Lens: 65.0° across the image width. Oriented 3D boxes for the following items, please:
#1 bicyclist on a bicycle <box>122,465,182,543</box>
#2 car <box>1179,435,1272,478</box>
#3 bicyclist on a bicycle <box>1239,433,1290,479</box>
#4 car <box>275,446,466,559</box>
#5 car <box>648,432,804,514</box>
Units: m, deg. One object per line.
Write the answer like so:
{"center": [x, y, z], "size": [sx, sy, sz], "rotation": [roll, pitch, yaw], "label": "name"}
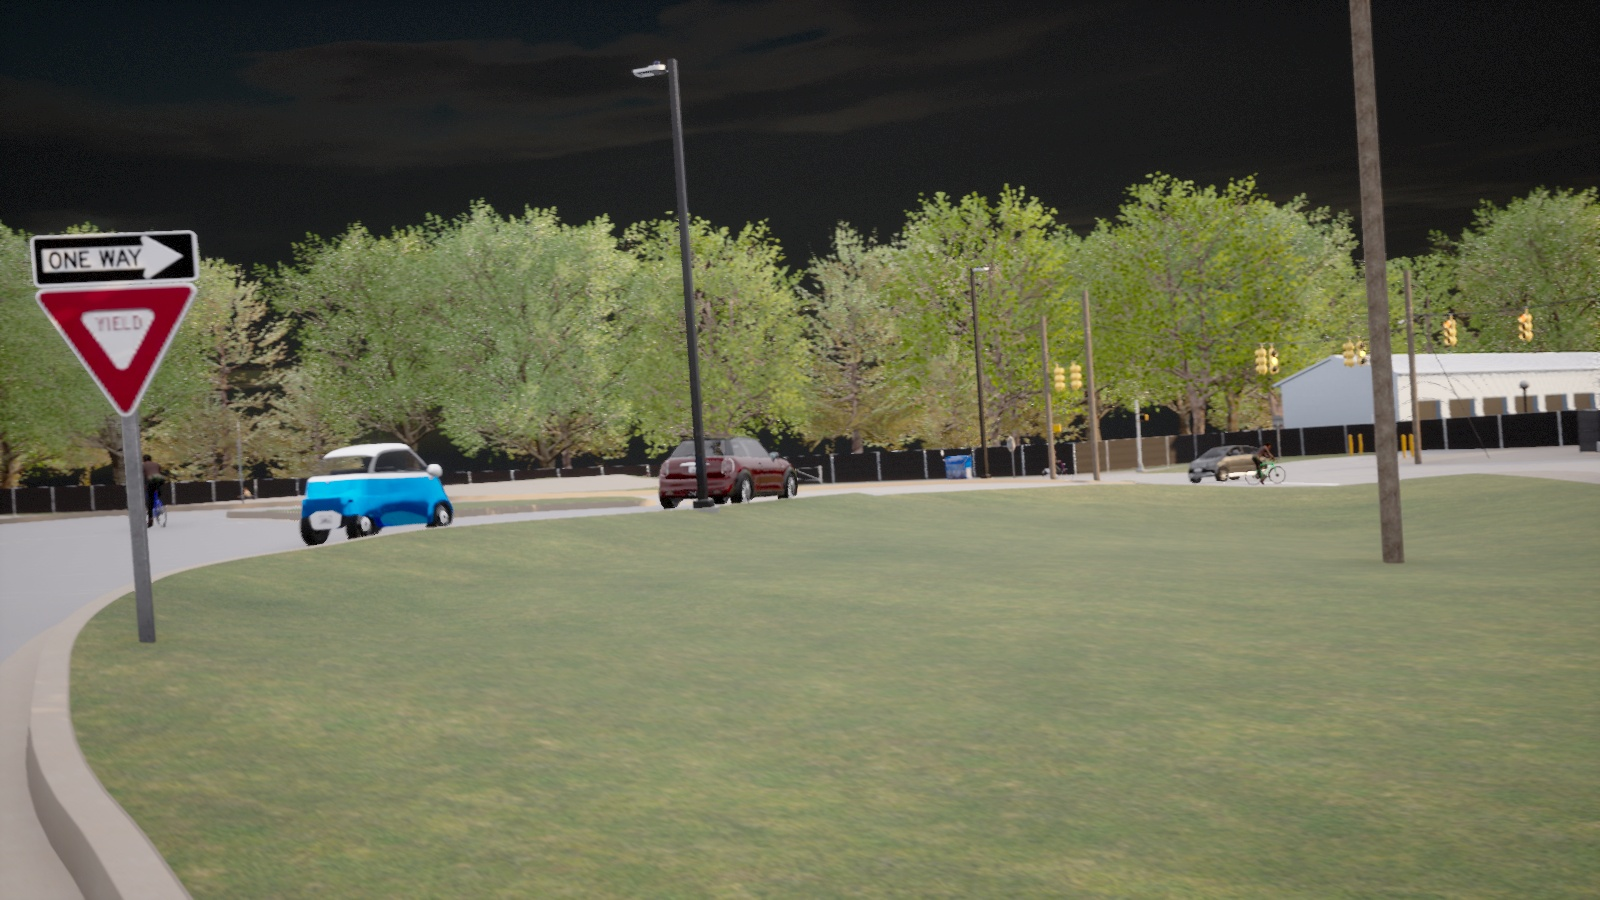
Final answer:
{"center": [-14.248, 1.184, 27.586], "size": [0.582, 1.620, 1.656], "rotation": [-7, 2, -44], "label": "bicyclist on a bicycle"}
{"center": [18.644, 0.283, 54.995], "size": [3.705, 1.549, 1.789], "rotation": [-4, -3, -32], "label": "car"}
{"center": [17.716, 0.221, 47.931], "size": [1.656, 1.620, 0.582], "rotation": [-4, 1, -8], "label": "bicyclist on a bicycle"}
{"center": [-6.069, 0.710, 17.928], "size": [1.481, 1.376, 2.207], "rotation": [-5, 0, 17], "label": "car"}
{"center": [-1.684, 0.520, 30.620], "size": [2.097, 1.767, 4.553], "rotation": [-3, -1, 20], "label": "car"}
